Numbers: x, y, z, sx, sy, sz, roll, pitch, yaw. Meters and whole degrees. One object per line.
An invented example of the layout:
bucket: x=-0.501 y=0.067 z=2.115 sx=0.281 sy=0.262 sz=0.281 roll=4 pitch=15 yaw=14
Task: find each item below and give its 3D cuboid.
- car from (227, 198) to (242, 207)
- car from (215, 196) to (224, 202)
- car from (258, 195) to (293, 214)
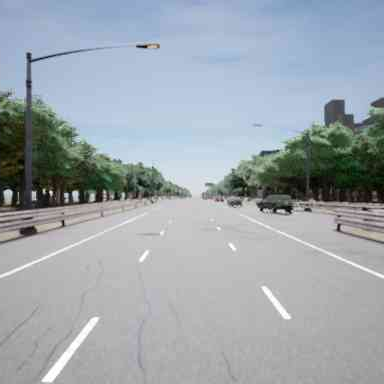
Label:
car: x=7.123 y=1.718 z=55.907 sx=1.837 sy=1.490 sz=4.892 roll=-1 pitch=0 yaw=-5
car: x=7.009 y=1.742 z=86.228 sx=2.097 sy=1.767 sz=4.553 roll=0 pitch=0 yaw=0
car: x=9.700 y=1.378 z=39.023 sx=2.150 sy=2.045 sz=5.566 roll=0 pitch=0 yaw=-14
